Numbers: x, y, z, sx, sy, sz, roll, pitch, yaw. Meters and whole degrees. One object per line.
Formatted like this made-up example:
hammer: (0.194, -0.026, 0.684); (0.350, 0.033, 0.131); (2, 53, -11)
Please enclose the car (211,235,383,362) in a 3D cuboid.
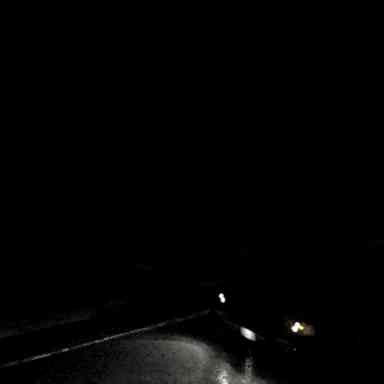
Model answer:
car: (2.930, 1.549, 6.086); (5.357, 1.411, 2.033); (0, 0, -36)
